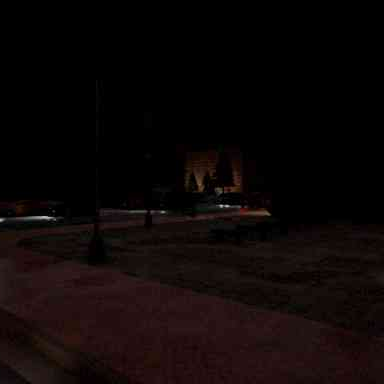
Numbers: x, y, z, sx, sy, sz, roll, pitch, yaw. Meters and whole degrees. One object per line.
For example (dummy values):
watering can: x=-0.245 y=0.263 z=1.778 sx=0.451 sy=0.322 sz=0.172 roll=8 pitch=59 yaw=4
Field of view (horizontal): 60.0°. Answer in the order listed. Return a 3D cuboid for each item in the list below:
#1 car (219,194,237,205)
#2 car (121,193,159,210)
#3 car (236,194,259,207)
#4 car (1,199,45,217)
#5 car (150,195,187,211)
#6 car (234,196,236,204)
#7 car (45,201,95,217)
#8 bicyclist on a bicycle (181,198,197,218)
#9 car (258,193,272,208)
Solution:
car: x=7.201 y=1.548 z=58.653 sx=2.033 sy=1.411 sz=5.357 roll=0 pitch=0 yaw=40
car: x=-6.392 y=1.214 z=42.708 sx=2.150 sy=2.045 sz=5.566 roll=0 pitch=1 yaw=40
car: x=9.121 y=1.505 z=50.010 sx=1.837 sy=1.490 sz=4.892 roll=0 pitch=0 yaw=41
car: x=-15.872 y=1.477 z=31.496 sx=1.882 sy=1.535 sz=5.008 roll=0 pitch=0 yaw=40
car: x=-2.747 y=1.477 z=41.596 sx=1.882 sy=1.535 sz=5.008 roll=0 pitch=0 yaw=40
car: x=9.653 y=1.600 z=56.137 sx=1.895 sy=1.301 sz=4.718 roll=0 pitch=0 yaw=40
car: x=-11.219 y=1.563 z=31.569 sx=1.994 sy=1.385 sz=4.181 roll=0 pitch=0 yaw=40
bicyclist on a bicycle: x=-0.264 y=1.301 z=26.744 sx=1.656 sy=1.620 sz=0.582 roll=0 pitch=0 yaw=40
car: x=12.014 y=1.352 z=48.004 sx=2.097 sy=1.767 sz=4.553 roll=0 pitch=0 yaw=41
